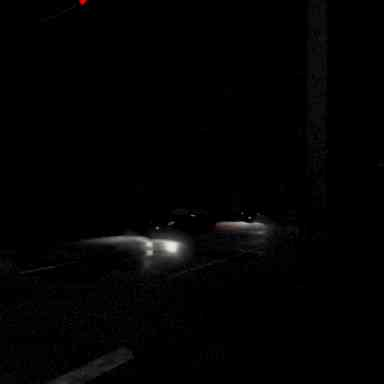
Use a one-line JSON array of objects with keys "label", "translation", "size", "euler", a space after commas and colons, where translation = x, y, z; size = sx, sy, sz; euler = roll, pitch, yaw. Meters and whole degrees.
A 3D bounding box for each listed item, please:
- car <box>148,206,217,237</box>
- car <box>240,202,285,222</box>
[{"label": "car", "translation": [-0.349, 1.497, 18.231], "size": [1.812, 1.442, 4.674], "euler": [0, 0, 35]}, {"label": "car", "translation": [5.826, 1.521, 26.785], "size": [2.033, 1.411, 5.357], "euler": [0, 0, 36]}]
